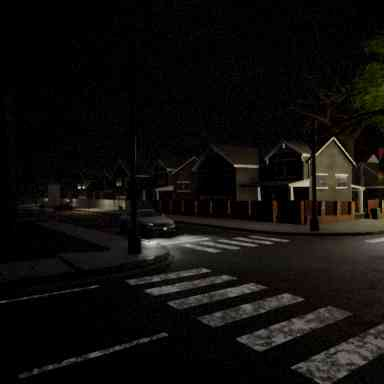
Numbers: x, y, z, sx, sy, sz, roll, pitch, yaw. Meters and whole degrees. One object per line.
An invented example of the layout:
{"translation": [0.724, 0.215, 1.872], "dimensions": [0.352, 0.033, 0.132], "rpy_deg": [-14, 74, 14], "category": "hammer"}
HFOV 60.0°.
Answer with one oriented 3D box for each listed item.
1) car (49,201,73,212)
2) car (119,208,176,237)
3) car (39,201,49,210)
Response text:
{"translation": [-18.255, 1.984, 47.013], "dimensions": [2.128, 1.511, 4.902], "rpy_deg": [-1, 0, -34], "category": "car"}
{"translation": [-2.793, 1.717, 19.750], "dimensions": [1.812, 1.442, 4.674], "rpy_deg": [-1, 0, -35], "category": "car"}
{"translation": [-24.231, 2.185, 55.542], "dimensions": [1.994, 1.385, 4.181], "rpy_deg": [-1, 0, -35], "category": "car"}
